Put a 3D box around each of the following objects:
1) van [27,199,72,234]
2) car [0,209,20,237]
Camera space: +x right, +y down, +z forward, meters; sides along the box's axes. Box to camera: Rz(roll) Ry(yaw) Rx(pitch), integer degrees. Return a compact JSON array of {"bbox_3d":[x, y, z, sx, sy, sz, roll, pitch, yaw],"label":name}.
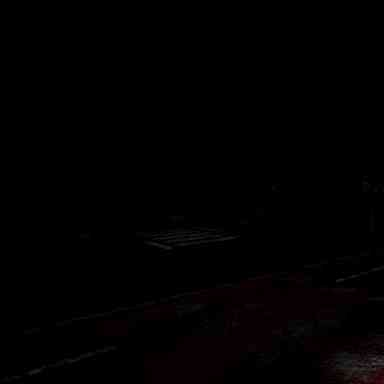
[{"bbox_3d":[-8.766,1.448,20.340,1.878,1.987,4.442,0,0,-35],"label":"van"},{"bbox_3d":[-11.110,1.694,18.849,2.163,1.488,4.792,0,0,-35],"label":"car"}]
